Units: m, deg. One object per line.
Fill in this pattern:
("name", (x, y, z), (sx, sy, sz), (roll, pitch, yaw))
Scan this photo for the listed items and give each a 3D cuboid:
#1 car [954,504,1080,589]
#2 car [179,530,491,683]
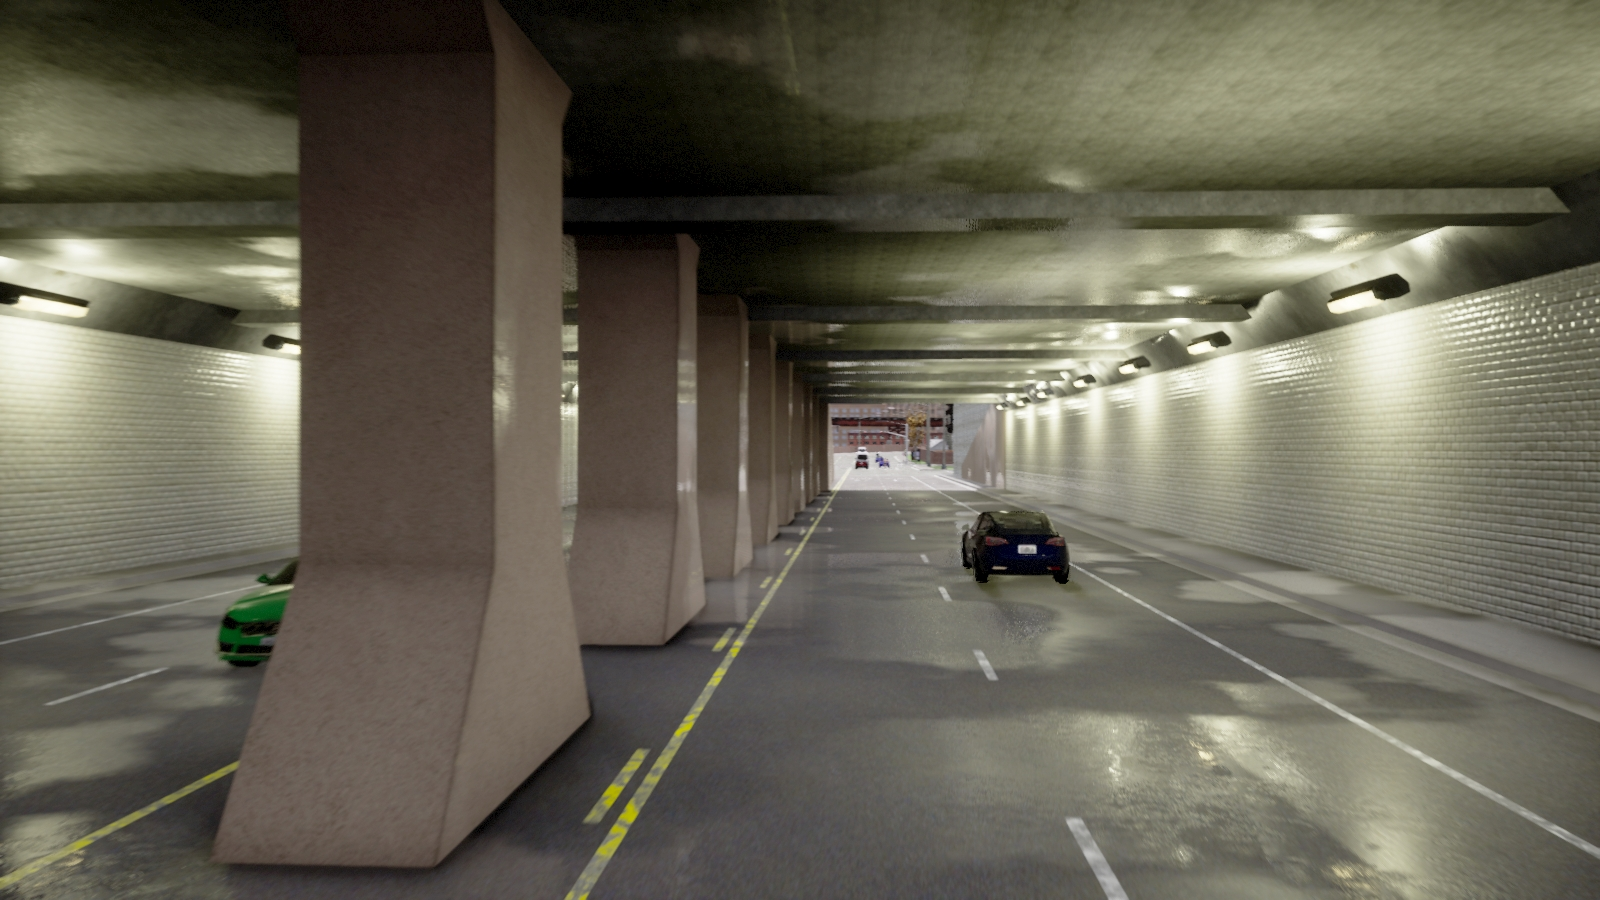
("car", (4.720, 2.065, 25.557), (2.163, 1.488, 4.792), (0, 0, 3))
("car", (-6.275, 2.059, 16.219), (2.231, 1.480, 4.892), (0, 0, 3))
